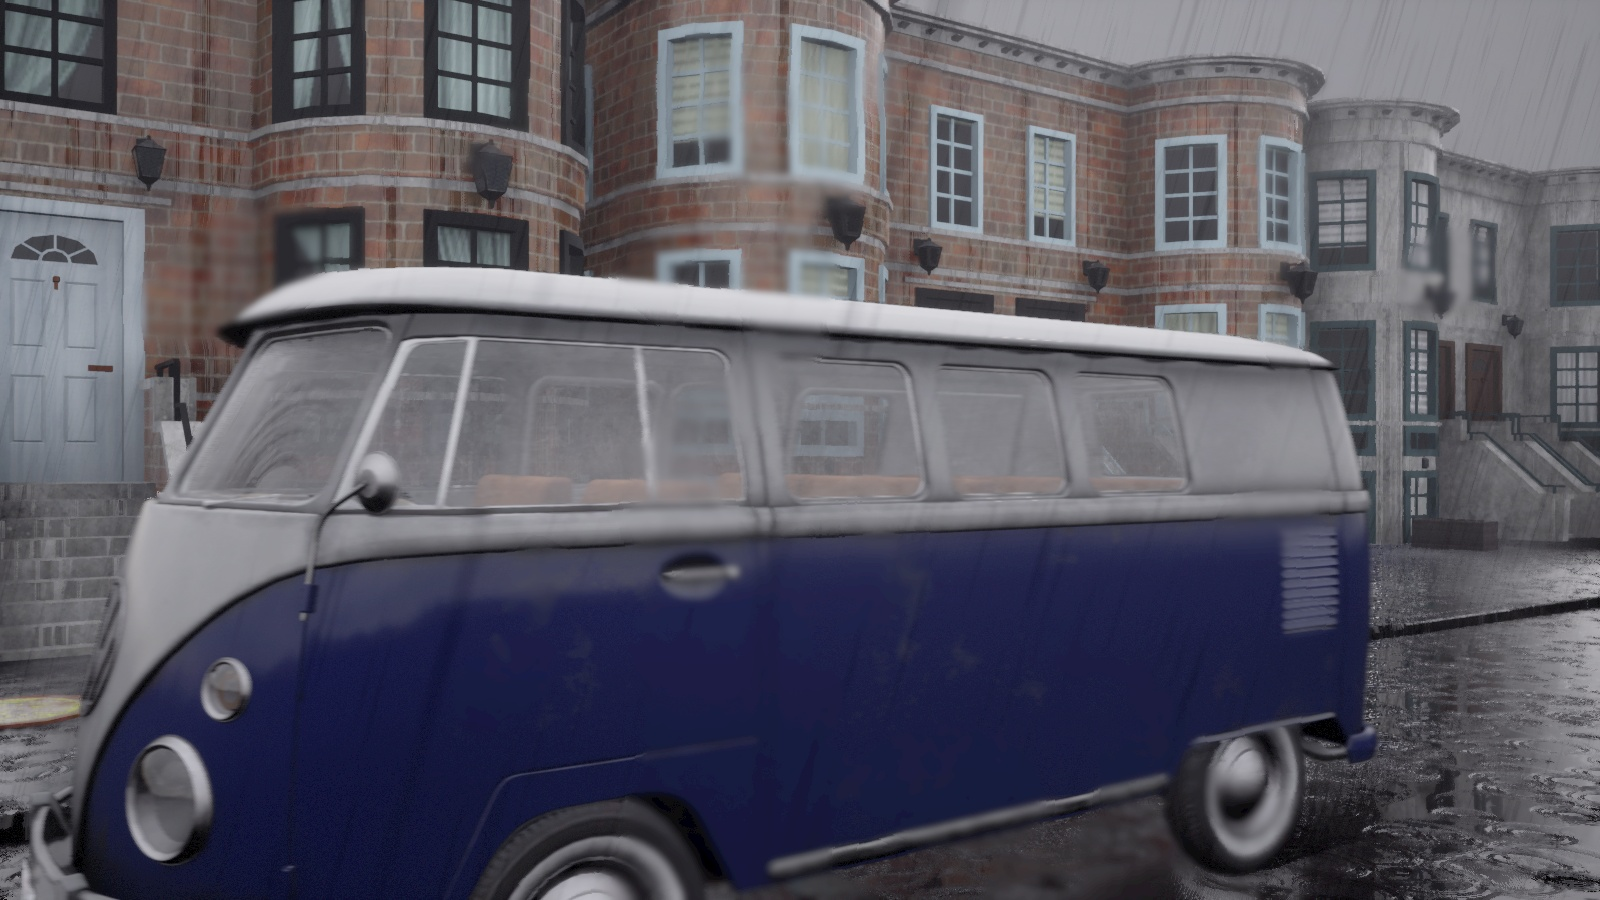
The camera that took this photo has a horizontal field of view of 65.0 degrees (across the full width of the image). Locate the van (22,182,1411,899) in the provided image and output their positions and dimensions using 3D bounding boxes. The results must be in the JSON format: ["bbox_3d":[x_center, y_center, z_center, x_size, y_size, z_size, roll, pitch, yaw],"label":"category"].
[{"bbox_3d":[0.014,0.508,4.279,4.442,1.987,1.775,0,0,-35],"label":"van"}]
